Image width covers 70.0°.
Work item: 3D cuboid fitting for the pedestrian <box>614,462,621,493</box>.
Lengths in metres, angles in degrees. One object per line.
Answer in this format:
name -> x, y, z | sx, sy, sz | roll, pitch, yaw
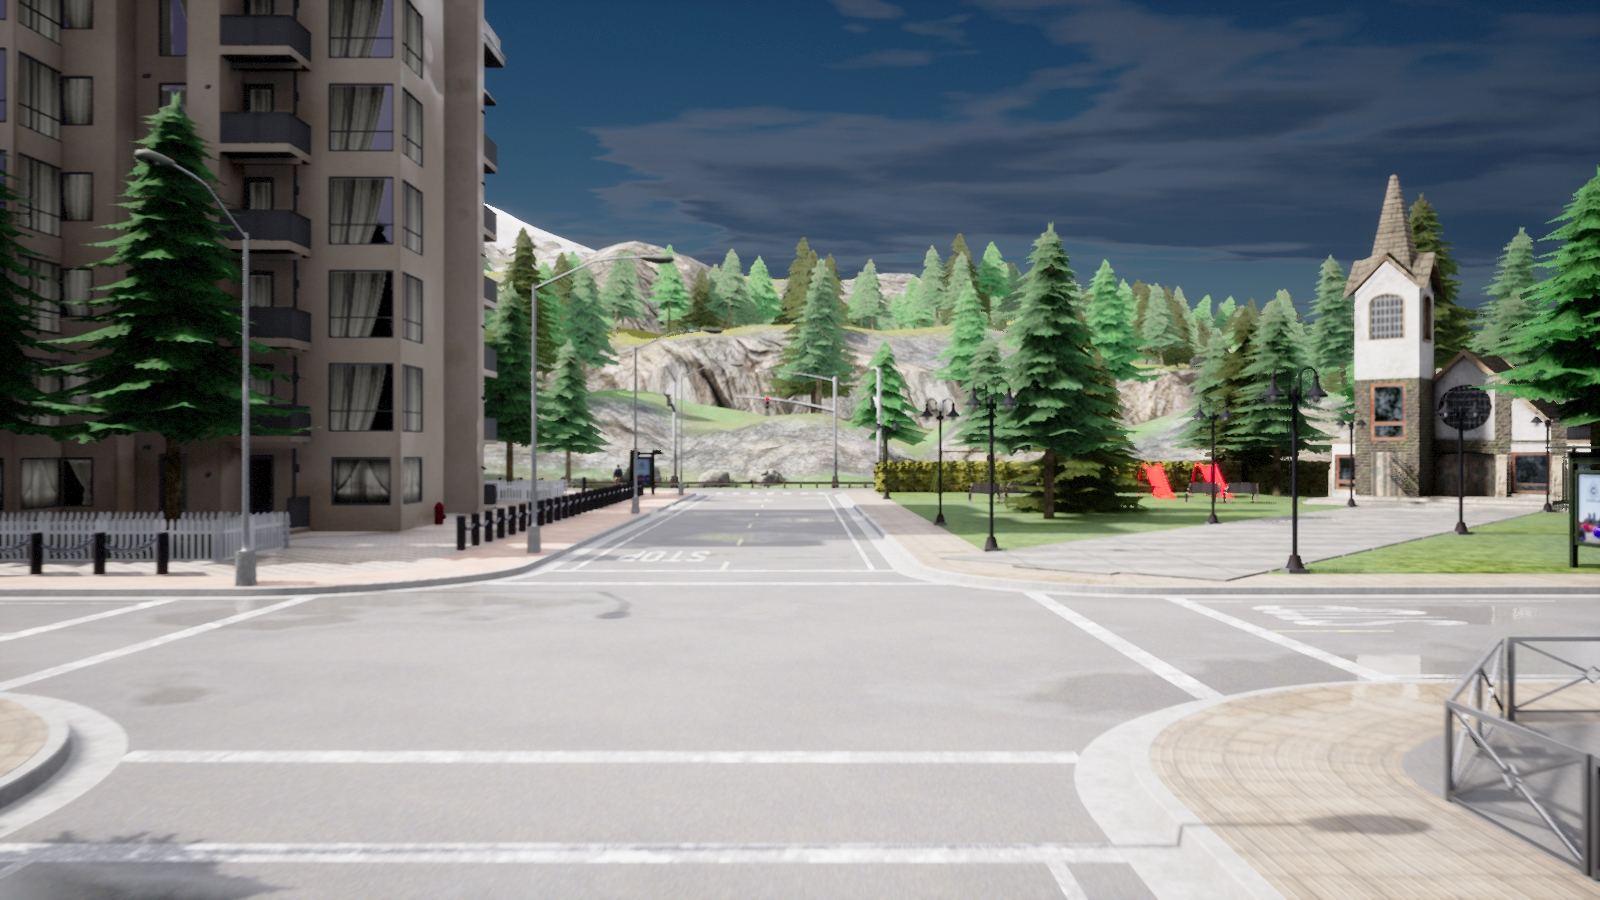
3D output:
pedestrian -> -11.030, 1.666, 69.090 | 0.375, 1.860, 0.375 | 0, 0, -18
